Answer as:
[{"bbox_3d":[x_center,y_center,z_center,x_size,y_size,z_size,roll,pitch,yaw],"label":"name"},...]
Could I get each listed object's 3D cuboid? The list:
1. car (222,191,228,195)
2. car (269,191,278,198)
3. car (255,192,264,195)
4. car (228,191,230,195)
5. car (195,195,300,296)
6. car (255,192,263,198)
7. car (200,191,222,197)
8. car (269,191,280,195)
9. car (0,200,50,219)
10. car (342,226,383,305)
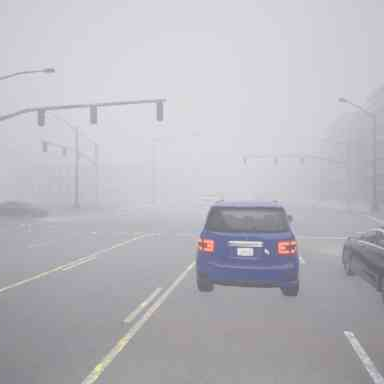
[{"bbox_3d":[4.515,0.926,57.649,2.150,2.045,5.566,0,1,11],"label":"car"},{"bbox_3d":[20.711,0.552,84.965,2.097,1.767,4.553,0,1,11],"label":"car"},{"bbox_3d":[12.199,1.151,59.470,1.837,1.490,4.892,0,1,11],"label":"car"},{"bbox_3d":[6.615,0.741,67.889,2.150,2.045,5.566,0,1,12],"label":"car"},{"bbox_3d":[1.511,1.221,8.911,2.150,2.045,5.566,0,0,11],"label":"car"},{"bbox_3d":[17.204,0.755,85.273,1.994,1.385,4.181,0,1,11],"label":"car"},{"bbox_3d":[2.489,1.079,47.462,2.150,2.045,5.566,0,1,11],"label":"car"},{"bbox_3d":[18.732,0.881,74.962,2.128,1.511,4.902,0,1,11],"label":"car"},{"bbox_3d":[-14.647,1.505,28.486,4.892,1.490,1.837,0,0,10],"label":"car"},{"bbox_3d":[4.779,1.492,7.389,2.128,1.511,4.902,0,0,11],"label":"car"}]
